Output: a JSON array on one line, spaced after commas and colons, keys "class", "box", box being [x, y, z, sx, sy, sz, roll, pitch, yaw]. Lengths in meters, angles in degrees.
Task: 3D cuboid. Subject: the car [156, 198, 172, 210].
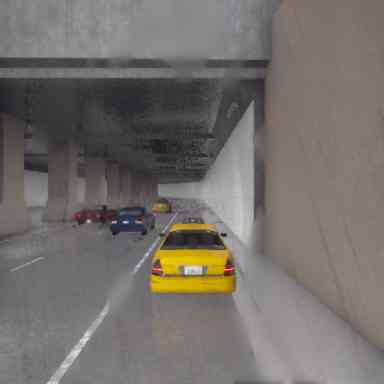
[{"class": "car", "box": [-3.298, 1.456, 37.473, 1.801, 1.575, 5.366, 0, 0, 0]}]

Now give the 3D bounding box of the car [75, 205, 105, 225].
[{"class": "car", "box": [-6.731, 1.601, 24.004, 1.895, 1.301, 4.718, 0, 0, 0]}]

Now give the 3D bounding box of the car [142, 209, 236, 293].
[{"class": "car", "box": [0.031, 1.457, 8.835, 1.801, 1.575, 5.366, 0, 0, 0]}]

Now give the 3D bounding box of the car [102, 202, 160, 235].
[{"class": "car", "box": [-3.244, 1.547, 18.862, 2.033, 1.411, 5.357, 0, 0, 0]}]
